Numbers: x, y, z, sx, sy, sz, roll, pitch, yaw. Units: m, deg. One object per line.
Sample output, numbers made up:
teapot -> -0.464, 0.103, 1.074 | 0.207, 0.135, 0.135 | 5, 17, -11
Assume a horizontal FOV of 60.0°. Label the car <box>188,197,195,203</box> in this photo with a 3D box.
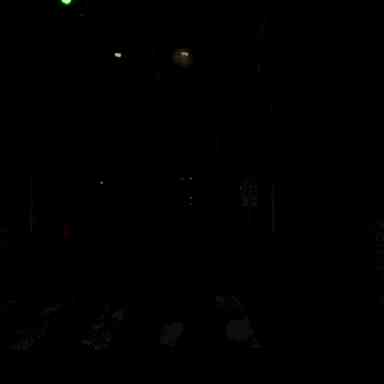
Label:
car -> -0.071, 2.374, 94.078 | 1.994, 1.385, 4.181 | 0, -1, 0
